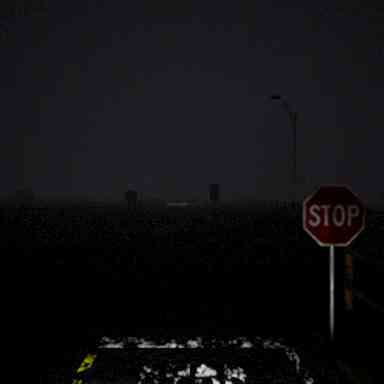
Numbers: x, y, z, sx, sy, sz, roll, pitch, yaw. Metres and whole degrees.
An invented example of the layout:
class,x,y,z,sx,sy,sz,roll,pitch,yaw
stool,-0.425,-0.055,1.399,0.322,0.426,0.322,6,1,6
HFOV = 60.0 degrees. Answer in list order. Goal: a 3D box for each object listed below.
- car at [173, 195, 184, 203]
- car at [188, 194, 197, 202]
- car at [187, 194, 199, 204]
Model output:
class,x,y,z,sx,sy,sz,roll,pitch,yaw
car,-2.630,1.402,65.642,1.882,1.535,5.008,0,0,0
car,0.132,1.251,71.470,1.837,1.490,4.892,0,0,0
car,0.114,1.454,61.464,1.812,1.442,4.674,0,0,0
